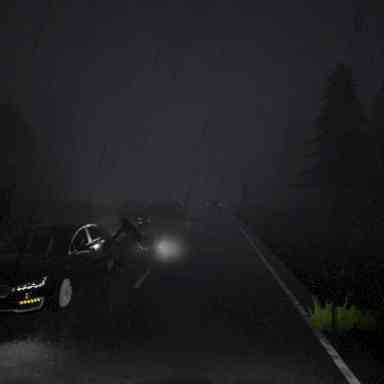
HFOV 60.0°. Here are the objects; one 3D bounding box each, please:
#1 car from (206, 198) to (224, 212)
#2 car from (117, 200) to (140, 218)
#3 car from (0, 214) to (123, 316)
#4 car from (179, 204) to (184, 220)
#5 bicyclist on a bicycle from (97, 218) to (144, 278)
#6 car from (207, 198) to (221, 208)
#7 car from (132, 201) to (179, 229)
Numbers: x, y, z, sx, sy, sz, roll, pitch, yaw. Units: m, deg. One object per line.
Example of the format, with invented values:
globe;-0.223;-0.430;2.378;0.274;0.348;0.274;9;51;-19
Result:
car;2.578;1.526;38.805;1.812;1.442;4.674;0;0;4
car;-4.770;1.455;27.069;1.816;1.474;4.193;6;0;2
car;-3.217;1.504;7.793;1.837;1.490;4.892;0;0;3
car;-1.746;1.531;27.754;1.812;1.442;4.674;0;0;4
bicyclist on a bicycle;-1.846;1.483;9.007;0.582;1.620;1.656;19;12;38
car;3.226;1.601;48.793;1.895;1.301;4.718;0;0;5
car;-2.243;1.507;21.729;1.837;1.490;4.892;0;0;4
